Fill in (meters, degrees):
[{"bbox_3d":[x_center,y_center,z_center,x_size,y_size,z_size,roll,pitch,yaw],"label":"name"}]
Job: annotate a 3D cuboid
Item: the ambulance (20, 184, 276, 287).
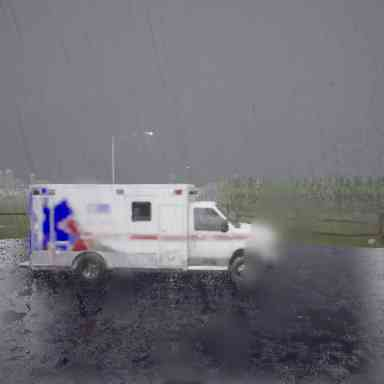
[{"bbox_3d":[-1.021,1.020,9.032,6.366,2.431,2.351,0,0,5],"label":"ambulance"}]
